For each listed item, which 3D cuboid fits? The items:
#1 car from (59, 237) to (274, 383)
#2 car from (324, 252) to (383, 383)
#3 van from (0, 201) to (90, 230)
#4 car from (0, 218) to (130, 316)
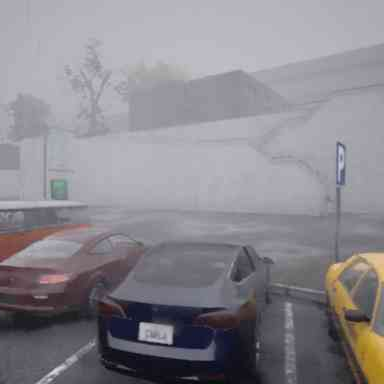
[{"bbox_3d":[0.255,1.516,5.649,2.163,1.488,4.792,0,-1,15],"label":"car"},{"bbox_3d":[2.638,1.485,3.705,1.946,1.575,5.366,1,-1,15],"label":"car"},{"bbox_3d":[-4.628,1.232,8.970,1.878,1.987,4.442,1,0,16],"label":"van"},{"bbox_3d":[-2.183,1.512,7.349,2.002,1.452,4.674,0,-1,16],"label":"car"}]
